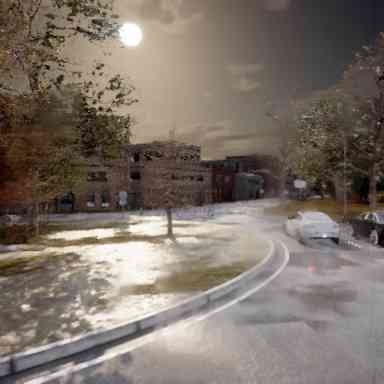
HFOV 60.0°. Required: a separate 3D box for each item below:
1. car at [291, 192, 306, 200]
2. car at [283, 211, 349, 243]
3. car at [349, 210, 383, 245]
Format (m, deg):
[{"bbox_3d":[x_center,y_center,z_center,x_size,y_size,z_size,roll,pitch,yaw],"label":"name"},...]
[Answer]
[{"bbox_3d":[27.427,1.071,86.959,2.150,2.045,5.566,-1,0,31],"label":"car"},{"bbox_3d":[5.984,1.712,16.946,1.812,1.442,4.674,0,-1,4],"label":"car"},{"bbox_3d":[9.122,1.634,16.089,2.128,1.511,4.902,0,-1,5],"label":"car"}]
